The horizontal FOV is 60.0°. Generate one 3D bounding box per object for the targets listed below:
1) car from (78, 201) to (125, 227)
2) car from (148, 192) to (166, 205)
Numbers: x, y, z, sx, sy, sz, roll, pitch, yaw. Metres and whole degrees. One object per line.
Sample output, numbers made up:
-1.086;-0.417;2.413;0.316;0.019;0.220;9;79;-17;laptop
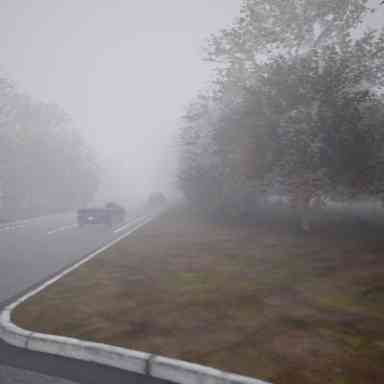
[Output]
-5.655;1.305;21.265;1.882;1.535;5.008;-1;1;2;car
-4.999;0.824;47.388;2.097;1.767;4.553;-1;1;2;car
